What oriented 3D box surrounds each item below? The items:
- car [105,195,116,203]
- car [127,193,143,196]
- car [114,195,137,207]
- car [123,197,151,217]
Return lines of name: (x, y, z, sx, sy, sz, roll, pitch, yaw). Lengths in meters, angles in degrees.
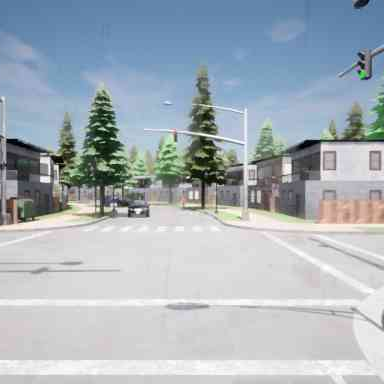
car: (-16.507, 1.318, 66.785, 2.097, 1.767, 4.553, 0, 0, -45)
car: (-10.391, 1.187, 58.441, 2.150, 2.045, 5.566, 0, 0, -36)
car: (-9.840, 1.566, 49.315, 1.895, 1.301, 4.718, 0, 0, -24)
car: (-4.839, 1.457, 30.567, 2.128, 1.511, 4.902, 0, 0, -7)
